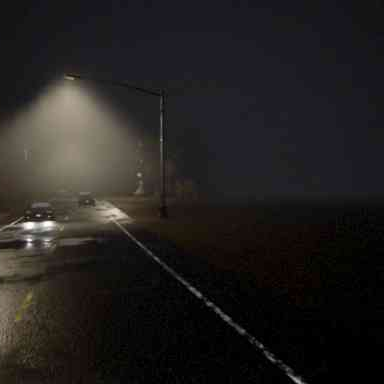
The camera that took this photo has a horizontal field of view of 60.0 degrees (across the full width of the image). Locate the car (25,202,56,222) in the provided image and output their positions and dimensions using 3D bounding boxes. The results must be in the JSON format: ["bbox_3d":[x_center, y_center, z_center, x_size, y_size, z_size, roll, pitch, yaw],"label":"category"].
[{"bbox_3d":[-11.928,1.495,26.417,1.994,1.385,4.181,-1,1,-18],"label":"car"}]

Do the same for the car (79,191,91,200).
[{"bbox_3d":[-19.314,0.577,59.933,1.895,1.301,4.718,-1,2,-18],"label":"car"}]

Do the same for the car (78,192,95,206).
[{"bbox_3d":[-13.465,1.038,42.572,1.994,1.385,4.181,-1,2,-19],"label":"car"}]
